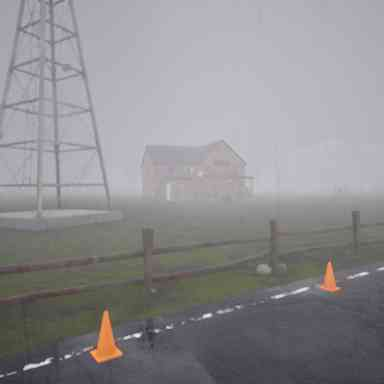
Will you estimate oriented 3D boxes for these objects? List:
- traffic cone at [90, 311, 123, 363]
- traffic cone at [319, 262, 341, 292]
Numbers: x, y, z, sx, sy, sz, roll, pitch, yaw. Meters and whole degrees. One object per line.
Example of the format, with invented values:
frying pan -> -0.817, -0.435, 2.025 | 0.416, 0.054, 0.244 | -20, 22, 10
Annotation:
traffic cone -> -1.171, 1.923, 4.542 | 0.340, 0.580, 0.340 | -1, 1, -35
traffic cone -> 3.050, 1.846, 7.366 | 0.340, 0.580, 0.340 | -1, 1, -33
